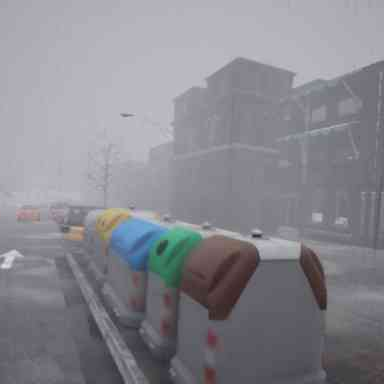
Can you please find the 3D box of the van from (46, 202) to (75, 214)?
[{"bbox_3d":[-24.297,2.972,61.335,1.878,1.987,4.442,1,-4,45],"label":"van"}]

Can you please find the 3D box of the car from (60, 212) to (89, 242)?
[{"bbox_3d":[-3.837,2.140,17.854,5.366,1.575,1.946,7,-5,-45],"label":"car"}]

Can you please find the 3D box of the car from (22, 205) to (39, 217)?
[{"bbox_3d":[-22.043,2.557,45.499,1.837,1.490,4.892,4,-3,-25],"label":"car"}]

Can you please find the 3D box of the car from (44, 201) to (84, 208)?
[{"bbox_3d":[-14.076,2.431,39.594,5.566,2.045,2.435,7,-4,-45],"label":"car"}]

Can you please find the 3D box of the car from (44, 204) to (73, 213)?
[{"bbox_3d":[-26.799,3.335,66.859,2.097,1.535,5.008,1,-4,44],"label":"car"}]

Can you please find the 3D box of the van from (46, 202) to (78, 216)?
[{"bbox_3d":[-21.746,2.841,55.878,1.878,1.987,4.442,1,-4,45],"label":"van"}]

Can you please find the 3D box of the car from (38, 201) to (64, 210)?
[{"bbox_3d":[-36.251,3.494,85.759,2.435,2.045,5.566,1,-4,42],"label":"car"}]

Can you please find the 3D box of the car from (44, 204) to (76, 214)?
[{"bbox_3d":[-25.390,3.284,64.269,1.946,1.575,5.366,0,-5,45],"label":"car"}]

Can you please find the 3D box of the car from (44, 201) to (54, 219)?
[{"bbox_3d":[-11.543,2.299,34.141,5.566,2.045,2.435,7,-4,-45],"label":"car"}]

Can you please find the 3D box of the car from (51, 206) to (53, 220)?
[{"bbox_3d":[-10.300,2.358,31.412,4.553,1.767,2.185,7,-5,-45],"label":"car"}]

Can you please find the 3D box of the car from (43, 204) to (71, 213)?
[{"bbox_3d":[-28.124,3.397,69.571,2.231,1.521,4.892,0,-5,44],"label":"car"}]

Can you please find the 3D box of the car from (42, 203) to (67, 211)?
[{"bbox_3d":[-32.118,3.577,77.709,2.097,1.535,5.008,0,-5,43],"label":"car"}]

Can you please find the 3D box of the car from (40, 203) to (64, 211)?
[{"bbox_3d":[-34.850,3.692,83.092,2.097,1.535,5.008,1,-4,42],"label":"car"}]

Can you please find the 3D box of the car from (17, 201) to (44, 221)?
[{"bbox_3d":[-17.553,2.177,35.977,2.097,1.767,4.553,4,-3,-24],"label":"car"}]

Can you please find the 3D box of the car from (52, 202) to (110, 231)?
[{"bbox_3d":[-5.202,1.960,20.506,5.566,2.045,2.435,7,-5,-44],"label":"car"}]
